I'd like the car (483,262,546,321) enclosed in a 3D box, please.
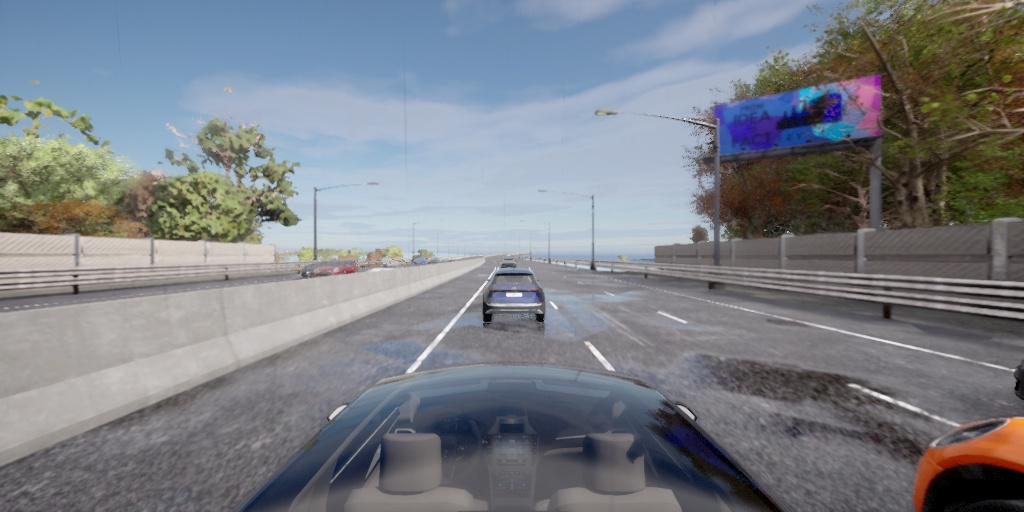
[{"bbox_3d":[0.050,1.179,12.529,2.033,1.649,4.856,0,0,0],"label":"car"}]

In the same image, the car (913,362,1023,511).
[{"bbox_3d":[3.591,1.100,0.336,2.097,1.767,4.553,0,0,0],"label":"car"}]

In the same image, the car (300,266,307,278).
[{"bbox_3d":[-17.917,1.246,33.848,1.837,1.490,4.892,0,0,-1],"label":"car"}]

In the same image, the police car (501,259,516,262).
[{"bbox_3d":[-0.433,1.153,43.804,1.930,1.638,5.238,0,0,-1],"label":"police car"}]

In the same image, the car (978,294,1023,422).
[{"bbox_3d":[7.091,1.253,2.304,1.837,1.490,4.892,0,0,0],"label":"car"}]

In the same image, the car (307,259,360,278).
[{"bbox_3d":[-14.343,1.096,29.488,2.097,1.767,4.553,0,0,-1],"label":"car"}]

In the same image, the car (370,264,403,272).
[{"bbox_3d":[-10.880,1.342,31.803,1.895,1.301,4.718,0,0,-1],"label":"car"}]
